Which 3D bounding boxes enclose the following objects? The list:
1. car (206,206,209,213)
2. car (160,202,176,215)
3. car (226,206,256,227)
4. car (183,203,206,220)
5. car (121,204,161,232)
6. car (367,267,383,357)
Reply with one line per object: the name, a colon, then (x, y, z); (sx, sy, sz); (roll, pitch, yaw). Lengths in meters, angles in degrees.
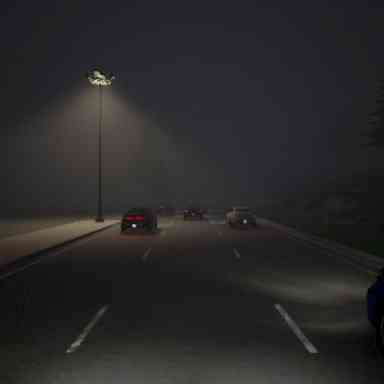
car: (0.979, 2.061, 42.271); (1.895, 1.301, 4.718); (0, -1, 9)
car: (-2.971, 1.920, 39.290); (2.128, 1.511, 4.902); (0, -1, 4)
car: (3.598, 1.797, 24.848); (1.812, 1.442, 4.674); (0, -1, 0)
car: (0.160, 1.877, 32.281); (1.812, 1.442, 4.674); (0, -1, 1)
car: (-3.403, 1.744, 21.963); (1.837, 1.490, 4.892); (0, -1, 0)
car: (3.599, 1.249, 2.435); (2.150, 2.045, 5.566); (0, -1, 0)
